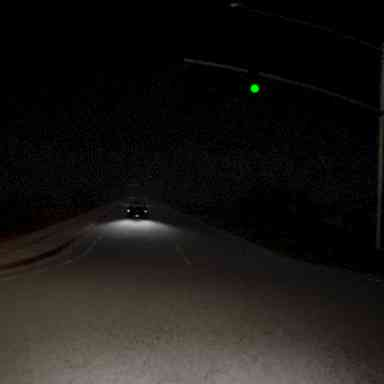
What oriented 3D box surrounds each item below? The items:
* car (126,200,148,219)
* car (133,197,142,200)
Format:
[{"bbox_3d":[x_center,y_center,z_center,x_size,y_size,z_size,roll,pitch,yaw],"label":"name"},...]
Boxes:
[{"bbox_3d":[-4.955,1.700,30.134,1.895,1.301,4.718,2,-1,-9],"label":"car"},{"bbox_3d":[-11.096,1.749,68.189,1.882,1.535,5.008,2,-1,-9],"label":"car"}]
